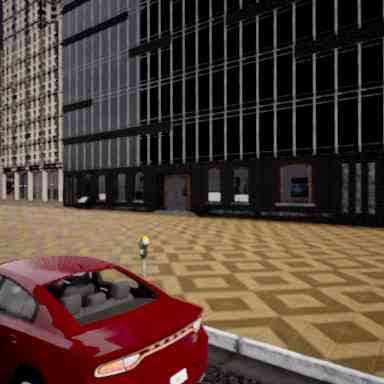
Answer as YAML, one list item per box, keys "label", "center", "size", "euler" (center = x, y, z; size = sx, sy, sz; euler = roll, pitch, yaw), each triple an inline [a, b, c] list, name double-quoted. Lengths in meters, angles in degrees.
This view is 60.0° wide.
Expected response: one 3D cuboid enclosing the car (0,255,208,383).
- label: "car"
  center: [-1.932, 1.496, 4.265]
  size: [4.507, 1.381, 1.887]
  euler: [1, 0, 35]
